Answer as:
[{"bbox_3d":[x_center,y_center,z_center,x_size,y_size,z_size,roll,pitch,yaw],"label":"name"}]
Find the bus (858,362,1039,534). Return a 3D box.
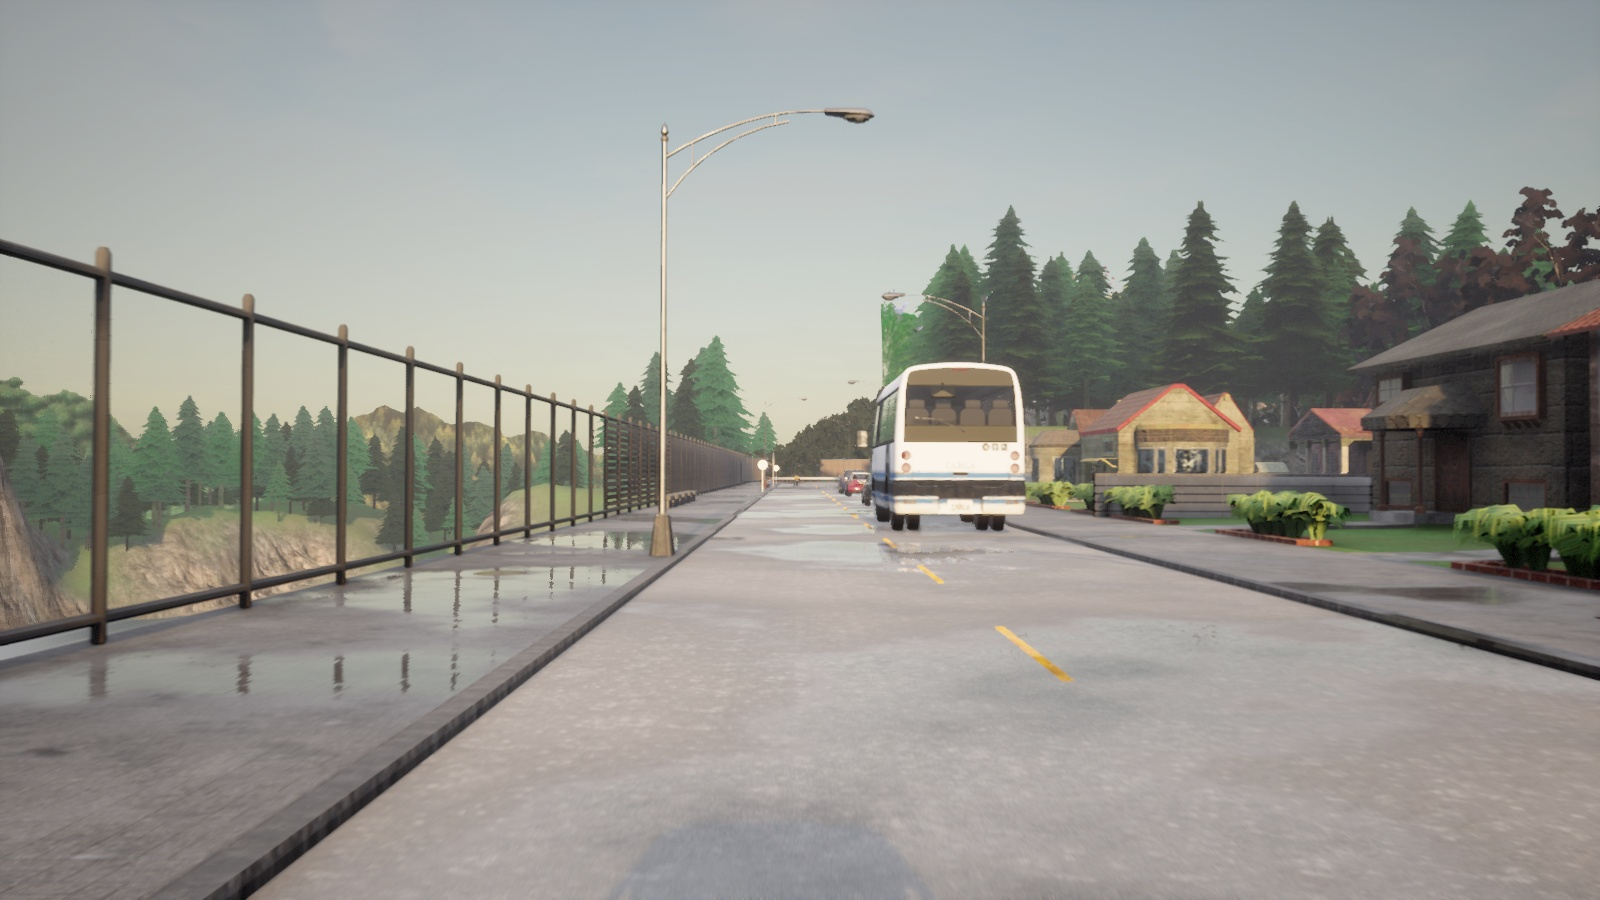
[{"bbox_3d":[3.907,0.029,36.228,3.944,4.253,10.273,0,-1,0],"label":"bus"}]

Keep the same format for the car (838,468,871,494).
[{"bbox_3d":[3.797,2.133,88.084,2.097,1.767,4.553,0,-1,0],"label":"car"}]

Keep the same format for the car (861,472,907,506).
[{"bbox_3d":[3.858,1.781,58.376,1.837,1.490,4.892,0,-1,0],"label":"car"}]

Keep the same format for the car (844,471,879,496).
[{"bbox_3d":[3.817,2.084,78.803,1.970,1.475,3.806,0,-1,0],"label":"car"}]
